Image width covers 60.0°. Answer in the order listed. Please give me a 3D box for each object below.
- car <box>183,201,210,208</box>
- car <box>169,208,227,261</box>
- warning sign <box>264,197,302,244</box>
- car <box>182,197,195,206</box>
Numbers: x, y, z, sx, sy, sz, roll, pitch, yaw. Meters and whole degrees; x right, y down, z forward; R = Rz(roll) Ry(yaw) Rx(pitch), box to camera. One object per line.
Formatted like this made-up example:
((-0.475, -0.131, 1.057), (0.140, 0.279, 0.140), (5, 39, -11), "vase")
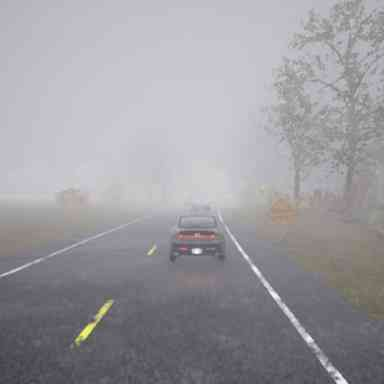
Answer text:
((0.645, 1.642, 25.354), (2.033, 1.411, 5.357), (0, 0, 3), "car")
((0.227, 1.546, 12.379), (1.837, 1.490, 4.892), (0, -1, 2), "car")
((3.745, 1.163, 13.796), (1.300, 1.860, 1.060), (-1, -1, 1), "warning sign")
((-0.529, 1.635, 58.968), (2.097, 1.767, 4.553), (0, 0, 6), "car")
